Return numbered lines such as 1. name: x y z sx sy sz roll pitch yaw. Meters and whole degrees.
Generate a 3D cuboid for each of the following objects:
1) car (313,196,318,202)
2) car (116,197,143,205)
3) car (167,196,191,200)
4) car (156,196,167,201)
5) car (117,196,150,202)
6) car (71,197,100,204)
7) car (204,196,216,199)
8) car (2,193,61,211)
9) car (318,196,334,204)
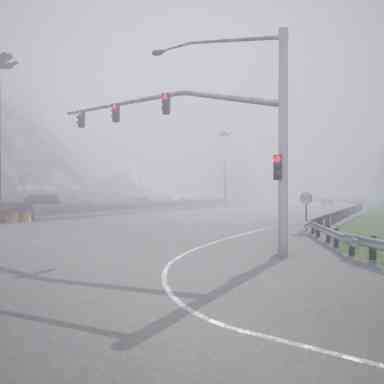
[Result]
1. car: 28.103 1.521 72.927 2.033 1.411 5.357 0 0 7
2. car: -10.938 1.521 58.397 1.895 1.301 4.718 0 0 31
3. car: -1.558 1.544 53.708 1.895 1.301 4.718 0 0 30
4. car: -5.487 1.468 69.158 2.033 1.411 5.357 0 0 22
5. car: -7.579 1.292 43.954 2.097 1.767 4.553 0 0 32
6. car: -16.027 1.444 50.196 1.812 1.442 4.674 0 0 33
7. car: 3.410 1.507 63.610 1.994 1.385 4.181 0 0 22
8. car: -15.294 1.161 31.796 2.150 2.045 5.566 0 0 33
9. car: 25.040 1.549 61.573 1.994 1.385 4.181 0 0 18
